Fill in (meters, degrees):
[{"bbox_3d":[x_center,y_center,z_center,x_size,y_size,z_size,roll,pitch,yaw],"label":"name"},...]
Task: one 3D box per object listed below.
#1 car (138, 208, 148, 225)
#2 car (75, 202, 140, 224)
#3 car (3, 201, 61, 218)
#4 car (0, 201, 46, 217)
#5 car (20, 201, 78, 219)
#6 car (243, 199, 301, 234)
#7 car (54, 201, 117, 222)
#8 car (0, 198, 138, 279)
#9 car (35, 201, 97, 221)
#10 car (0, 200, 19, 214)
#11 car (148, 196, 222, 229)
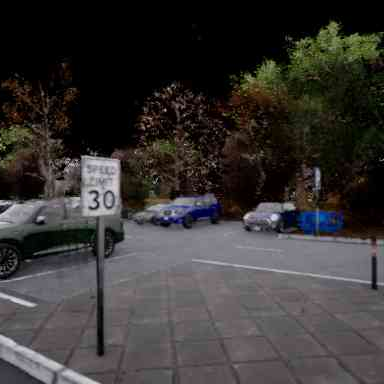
[{"bbox_3d":[-2.212,1.556,24.268,2.231,1.521,4.892,-1,0,35],"label":"car"},{"bbox_3d":[-6.860,1.609,27.475,2.231,1.521,4.892,-1,0,35],"label":"car"},{"bbox_3d":[-16.237,1.709,33.991,2.097,1.535,5.008,-1,0,35],"label":"car"},{"bbox_3d":[-18.562,1.734,35.593,2.097,1.535,5.008,-1,0,35],"label":"car"},{"bbox_3d":[-13.801,1.713,32.331,2.163,1.488,4.792,-1,0,35],"label":"car"},{"bbox_3d":[4.714,1.336,19.378,2.185,1.767,4.553,0,0,35],"label":"car"},{"bbox_3d":[-9.181,1.633,29.084,2.097,1.535,5.008,-1,0,35],"label":"car"},{"bbox_3d":[-4.689,1.246,10.640,2.435,2.045,5.566,-1,0,35],"label":"car"},{"bbox_3d":[-11.500,1.658,30.693,2.097,1.535,5.008,-1,0,35],"label":"car"},{"bbox_3d":[-23.196,1.784,38.820,2.097,1.535,5.008,-1,0,35],"label":"car"},{"bbox_3d":[-0.016,1.277,22.702,2.435,2.045,5.566,-1,0,35],"label":"car"}]
